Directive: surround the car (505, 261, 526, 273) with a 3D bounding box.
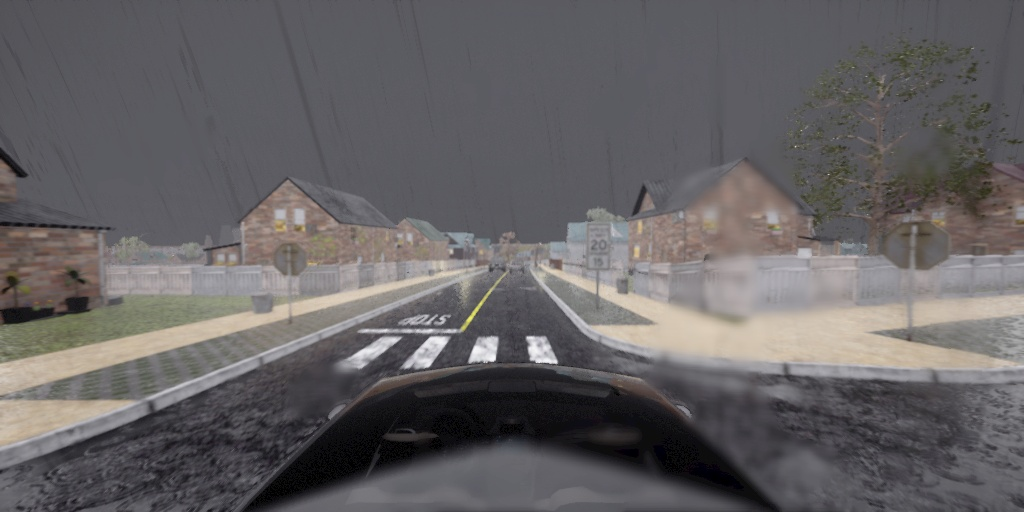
[{"bbox_3d":[0.652,1.403,45.638,2.128,1.511,4.902,0,0,2],"label":"car"}]

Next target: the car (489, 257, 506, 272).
[{"bbox_3d":[-1.972,1.156,49.871,2.150,2.045,5.566,0,0,2],"label":"car"}]
